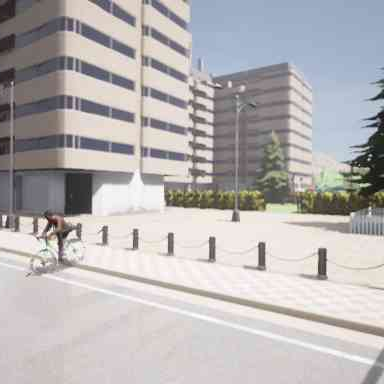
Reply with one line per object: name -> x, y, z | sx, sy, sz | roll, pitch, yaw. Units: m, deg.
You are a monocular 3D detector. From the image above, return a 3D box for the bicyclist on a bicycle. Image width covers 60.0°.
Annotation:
bicyclist on a bicycle -> -3.564, 1.264, 8.827 | 0.582, 1.620, 1.656 | 1, 9, 34
